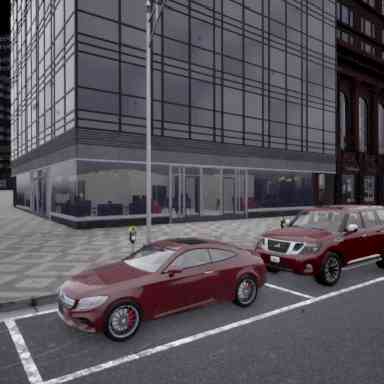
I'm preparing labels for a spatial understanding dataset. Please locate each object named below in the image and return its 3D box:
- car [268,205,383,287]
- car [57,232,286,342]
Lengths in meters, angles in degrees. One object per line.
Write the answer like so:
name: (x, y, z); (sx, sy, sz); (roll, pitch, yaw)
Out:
car: (4.065, 1.320, 9.571); (5.009, 1.841, 2.192); (0, 0, -36)
car: (-0.346, 1.584, 6.412); (4.206, 1.307, 1.802); (0, 0, -36)
